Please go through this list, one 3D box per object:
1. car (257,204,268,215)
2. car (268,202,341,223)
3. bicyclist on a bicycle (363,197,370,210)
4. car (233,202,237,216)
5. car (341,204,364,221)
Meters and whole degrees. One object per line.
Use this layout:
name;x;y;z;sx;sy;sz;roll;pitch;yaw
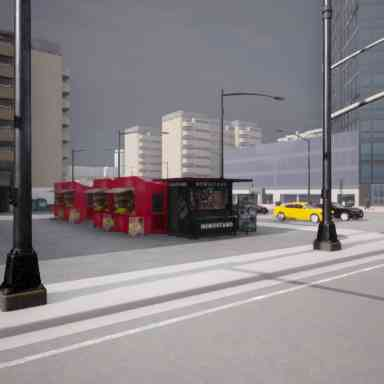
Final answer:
car;6.343;1.787;36.436;1.994;1.385;4.181;0;-1;-36
car;8.952;1.589;26.846;1.882;1.535;5.008;0;-1;-38
bicyclist on a bicycle;22.311;1.466;42.485;1.656;1.620;0.582;0;0;-36
car;2.825;1.462;35.333;2.150;2.045;5.566;0;-1;-36
car;12.056;1.587;28.562;1.882;1.535;5.008;0;-1;-36
